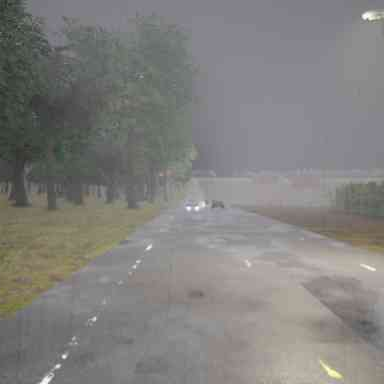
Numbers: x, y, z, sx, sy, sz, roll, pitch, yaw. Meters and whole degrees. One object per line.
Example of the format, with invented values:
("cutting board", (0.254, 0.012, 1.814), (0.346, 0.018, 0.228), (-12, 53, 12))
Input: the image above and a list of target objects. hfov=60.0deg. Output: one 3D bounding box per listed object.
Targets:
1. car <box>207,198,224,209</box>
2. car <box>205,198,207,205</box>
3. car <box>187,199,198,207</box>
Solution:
("car", (3.722, 1.724, 49.517), (1.837, 1.490, 4.892), (0, 0, 0))
("car", (3.676, 1.953, 70.425), (2.128, 1.511, 4.902), (0, -1, 0))
("car", (0.121, 1.895, 58.902), (1.895, 1.301, 4.718), (0, -1, 1))
